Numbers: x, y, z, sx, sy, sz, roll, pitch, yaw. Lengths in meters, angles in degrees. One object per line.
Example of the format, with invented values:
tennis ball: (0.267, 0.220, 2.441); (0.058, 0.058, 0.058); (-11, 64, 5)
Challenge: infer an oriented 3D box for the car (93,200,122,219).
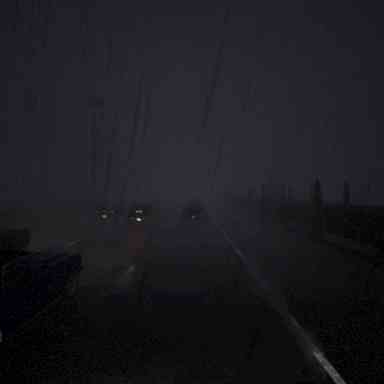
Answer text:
car: (-6.903, 1.597, 28.470); (1.895, 1.301, 4.718); (0, 0, 0)

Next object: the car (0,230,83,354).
car: (-3.401, 1.600, 5.475); (1.895, 1.301, 4.718); (0, 0, 0)

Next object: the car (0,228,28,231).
car: (-6.901, 1.599, 10.240); (1.895, 1.301, 4.718); (0, 0, 0)

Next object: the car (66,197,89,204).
car: (-17.512, 1.503, 52.093); (1.837, 1.490, 4.892); (0, 0, 0)

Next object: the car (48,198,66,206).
car: (-21.006, 1.646, 52.698); (1.895, 1.301, 4.718); (0, 0, 0)

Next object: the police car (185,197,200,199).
police car: (0.096, 1.420, 42.844); (1.930, 1.638, 5.238); (0, 0, 0)

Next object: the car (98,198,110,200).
car: (-14.010, 1.594, 52.268); (1.895, 1.301, 4.718); (0, 0, 0)

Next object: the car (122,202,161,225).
car: (-3.402, 1.502, 23.709); (1.837, 1.490, 4.892); (0, 0, 0)

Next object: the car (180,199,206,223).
car: (0.097, 1.523, 25.427); (1.812, 1.442, 4.674); (0, 0, 0)
